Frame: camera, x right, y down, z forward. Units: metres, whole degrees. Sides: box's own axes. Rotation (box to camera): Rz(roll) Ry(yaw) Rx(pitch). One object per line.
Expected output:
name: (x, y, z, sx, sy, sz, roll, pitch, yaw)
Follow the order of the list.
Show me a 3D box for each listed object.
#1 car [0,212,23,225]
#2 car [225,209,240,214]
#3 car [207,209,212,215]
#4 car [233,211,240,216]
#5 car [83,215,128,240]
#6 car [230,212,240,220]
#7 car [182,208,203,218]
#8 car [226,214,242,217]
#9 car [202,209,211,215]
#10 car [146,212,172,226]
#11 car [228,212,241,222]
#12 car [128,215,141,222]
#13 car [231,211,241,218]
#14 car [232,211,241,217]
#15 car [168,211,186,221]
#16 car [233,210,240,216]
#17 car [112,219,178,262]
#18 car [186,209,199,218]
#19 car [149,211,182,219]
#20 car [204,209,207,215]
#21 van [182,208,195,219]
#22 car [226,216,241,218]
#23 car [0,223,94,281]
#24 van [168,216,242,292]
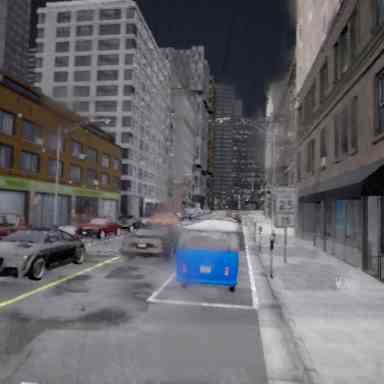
car: (-7.822, 1.599, 11.422, 2.192, 1.841, 5.009, 2, -2, 8)
car: (5.418, 3.322, 43.471, 2.192, 1.841, 5.009, 2, -2, 8)
car: (3.382, 5.402, 89.057, 2.008, 1.369, 4.403, 2, -2, 8)
car: (11.815, 5.618, 87.829, 1.802, 1.307, 4.206, 2, -2, 8)
car: (-6.230, 2.342, 22.505, 1.887, 1.381, 4.507, 2, -2, 8)
car: (7.810, 4.354, 60.098, 1.802, 1.307, 4.206, 2, -2, 8)
car: (-0.155, 3.184, 45.266, 2.033, 1.411, 5.357, 1, -2, 8)
car: (3.031, 2.772, 26.993, 1.752, 1.417, 4.829, 2, -2, 8)
car: (4.183, 5.648, 94.603, 1.887, 1.381, 4.507, 2, -2, 8)
car: (-3.828, 3.132, 39.142, 1.947, 1.339, 4.313, 2, -2, 8)
car: (7.010, 4.062, 54.553, 1.887, 1.381, 4.507, 2, -2, 8)
car: (-5.429, 2.620, 28.050, 1.947, 1.339, 4.313, 2, -2, 8)
car: (9.413, 4.845, 71.191, 1.947, 1.339, 4.313, 2, -2, 8)
car: (10.214, 5.077, 76.738, 1.887, 1.381, 4.507, 2, -2, 8)
car: (-2.227, 3.660, 50.233, 1.802, 1.307, 4.206, 2, -2, 8)
car: (12.617, 5.833, 93.376, 1.887, 1.381, 4.507, 2, -2, 8)
car: (-1.519, 2.154, 14.862, 2.033, 1.411, 5.357, 1, -2, 8)
car: (0.182, 4.282, 66.878, 1.967, 1.590, 4.097, 2, -2, 8)
car: (-2.575, 2.534, 29.168, 2.097, 1.767, 4.553, 1, -3, 8)
car: (1.780, 4.898, 77.965, 2.008, 1.369, 4.403, 2, -2, 8)
van: (-0.615, 3.929, 61.336, 1.690, 1.788, 3.998, 2, -2, 8)
car: (2.205, 2.533, 21.277, 2.008, 1.369, 4.403, 2, -2, 8)
car: (-5.210, 1.904, 11.013, 1.994, 1.385, 4.181, 1, -2, 8)
van: (0.611, 1.810, 10.195, 1.690, 1.788, 3.998, 2, -2, 8)
